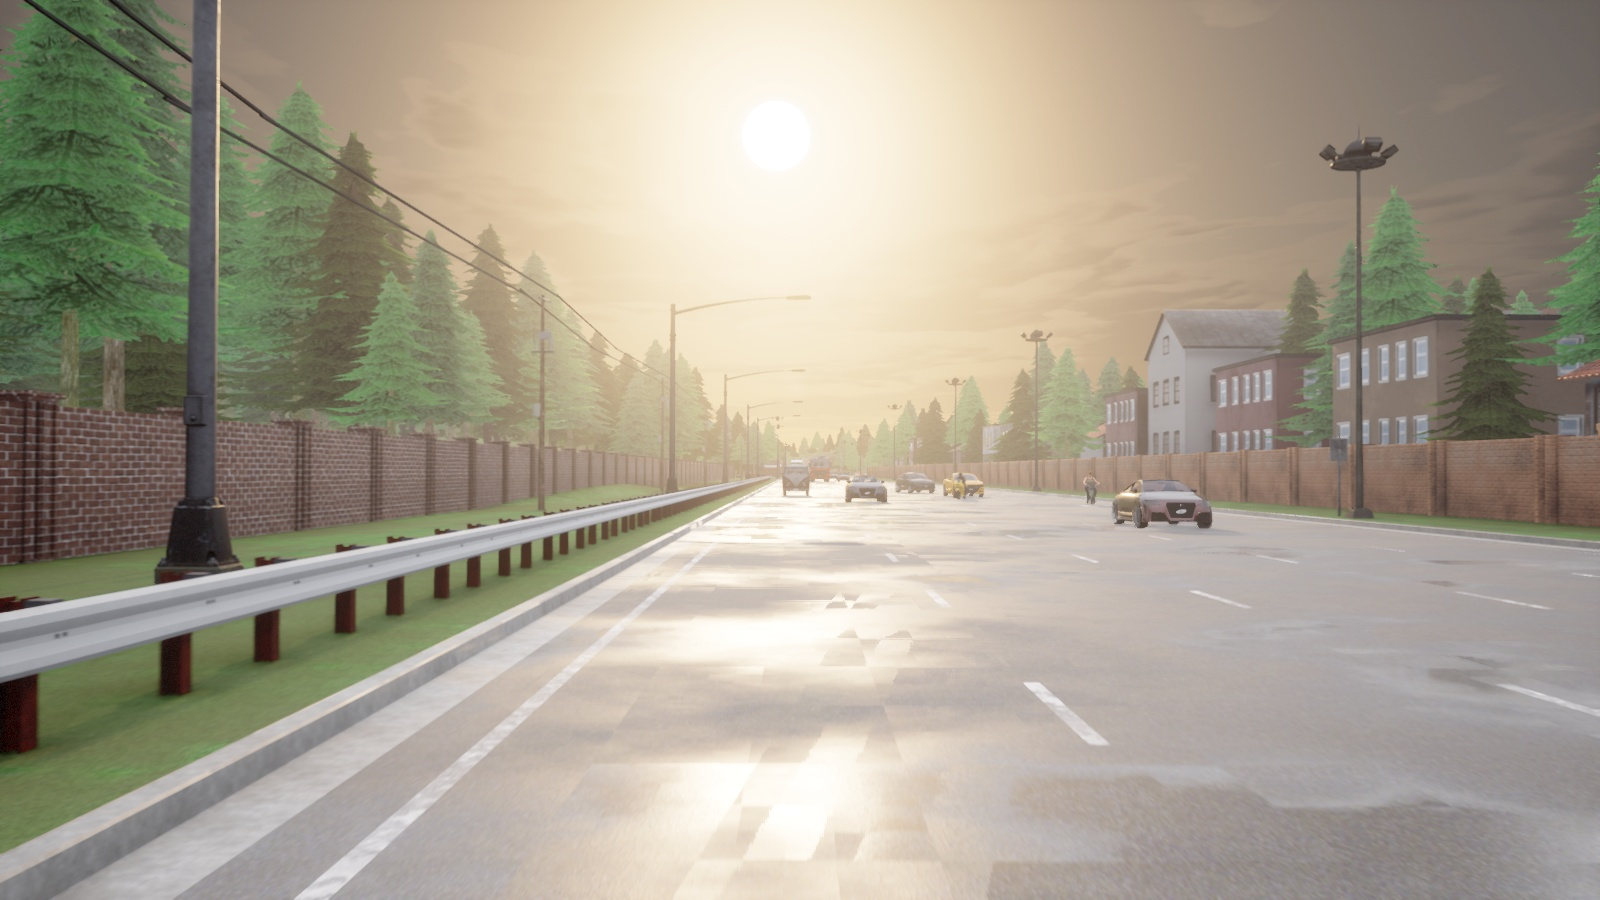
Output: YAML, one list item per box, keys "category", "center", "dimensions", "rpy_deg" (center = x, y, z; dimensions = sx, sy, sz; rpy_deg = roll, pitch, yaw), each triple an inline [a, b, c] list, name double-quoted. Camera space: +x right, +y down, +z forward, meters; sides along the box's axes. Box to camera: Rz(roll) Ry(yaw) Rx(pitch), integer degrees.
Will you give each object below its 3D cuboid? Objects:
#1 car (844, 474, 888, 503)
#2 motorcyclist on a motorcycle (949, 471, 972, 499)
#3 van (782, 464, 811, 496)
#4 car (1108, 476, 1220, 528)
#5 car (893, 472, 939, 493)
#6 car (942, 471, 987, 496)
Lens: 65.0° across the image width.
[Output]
- category: "car"
  center: [3.322, 1.939, 63.586]
  dimensions: [1.994, 1.385, 4.181]
  rpy_deg: [0, -1, 0]
- category: "motorcyclist on a motorcycle"
  center: [8.930, 1.941, 69.806]
  dimensions: [0.797, 1.523, 2.044]
  rpy_deg: [-1, -1, 20]
- category: "van"
  center: [-0.226, 1.927, 80.418]
  dimensions: [1.775, 1.987, 4.442]
  rpy_deg: [0, -1, 0]
- category: "car"
  center: [10.398, 1.449, 36.222]
  dimensions: [1.994, 1.385, 4.181]
  rpy_deg: [0, -1, 0]
- category: "car"
  center: [8.423, 2.334, 91.650]
  dimensions: [1.837, 1.490, 4.892]
  rpy_deg: [0, -1, -14]
- category: "car"
  center: [10.283, 2.085, 78.935]
  dimensions: [1.882, 1.535, 5.008]
  rpy_deg: [0, -1, -4]
